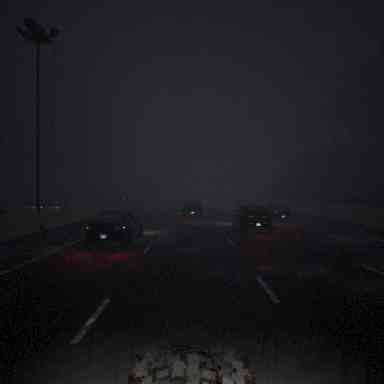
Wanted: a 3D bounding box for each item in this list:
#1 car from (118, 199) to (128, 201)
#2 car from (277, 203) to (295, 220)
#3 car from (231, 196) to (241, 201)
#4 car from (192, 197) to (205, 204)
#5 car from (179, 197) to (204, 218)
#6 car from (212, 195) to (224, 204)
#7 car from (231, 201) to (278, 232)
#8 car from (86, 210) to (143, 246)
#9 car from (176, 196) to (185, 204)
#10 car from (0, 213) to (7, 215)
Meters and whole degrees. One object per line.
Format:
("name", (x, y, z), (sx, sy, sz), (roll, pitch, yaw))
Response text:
("car", (-12.989, 1.364, 62.179), (2.097, 1.767, 4.553), (0, 0, 6))
("car", (7.054, 1.603, 27.894), (1.895, 1.301, 4.718), (0, 0, 0))
("car", (8.520, 1.489, 64.751), (1.882, 1.535, 5.008), (-1, 0, 8))
("car", (1.323, 1.617, 65.080), (1.895, 1.301, 4.718), (0, 0, 8))
("car", (0.049, 1.513, 30.640), (1.837, 1.490, 4.892), (0, 0, 0))
("car", (5.074, 1.366, 64.937), (2.097, 1.767, 4.553), (0, 0, 8))
("car", (3.564, 1.507, 20.272), (1.837, 1.490, 4.892), (0, 0, 0))
("car", (-3.425, 1.532, 15.152), (1.812, 1.442, 4.674), (0, 0, 0))
("car", (-1.983, 1.522, 65.065), (1.837, 1.490, 4.892), (-1, 0, 8))
("car", (-14.124, 1.563, 21.630), (2.033, 1.411, 5.357), (0, 0, 0))
